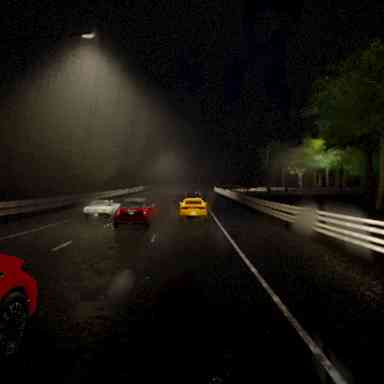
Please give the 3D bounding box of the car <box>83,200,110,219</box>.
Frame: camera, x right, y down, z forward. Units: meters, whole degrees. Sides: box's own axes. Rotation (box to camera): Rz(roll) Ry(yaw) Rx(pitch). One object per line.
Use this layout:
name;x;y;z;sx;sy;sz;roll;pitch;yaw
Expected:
car;-6.901;1.300;26.149;1.895;1.301;4.718;0;2;0

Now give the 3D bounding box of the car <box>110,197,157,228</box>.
car;-3.401;1.174;20.791;2.097;1.767;4.553;0;1;0

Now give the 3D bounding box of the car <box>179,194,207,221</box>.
car;0.099;1.216;24.587;1.882;1.535;5.008;0;1;0

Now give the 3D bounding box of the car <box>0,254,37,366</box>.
car;-3.401;1.214;2.623;2.150;2.045;5.566;0;0;0
